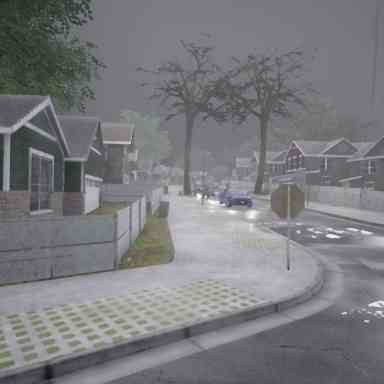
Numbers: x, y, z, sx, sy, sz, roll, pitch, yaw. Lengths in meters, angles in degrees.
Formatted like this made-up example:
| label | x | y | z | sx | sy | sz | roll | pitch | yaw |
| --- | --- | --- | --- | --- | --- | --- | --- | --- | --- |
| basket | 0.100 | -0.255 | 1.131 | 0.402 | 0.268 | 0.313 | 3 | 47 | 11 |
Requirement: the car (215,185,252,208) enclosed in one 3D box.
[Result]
| label | x | y | z | sx | sy | sz | roll | pitch | yaw |
| --- | --- | --- | --- | --- | --- | --- | --- | --- | --- |
| car | 3.557 | 0.407 | 27.604 | 1.882 | 1.535 | 5.008 | 1 | 2 | -7 |

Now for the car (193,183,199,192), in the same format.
| label | x | y | z | sx | sy | sz | roll | pitch | yaw |
| --- | --- | --- | --- | --- | --- | --- | --- | --- | --- |
| car | 1.272 | -0.614 | 49.173 | 2.128 | 1.511 | 4.902 | 1 | 3 | -6 |

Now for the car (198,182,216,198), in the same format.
| label | x | y | z | sx | sy | sz | roll | pitch | yaw |
| --- | --- | --- | --- | --- | --- | --- | --- | --- | --- |
| car | 2.413 | -0.094 | 38.287 | 2.128 | 1.511 | 4.902 | 1 | 3 | -6 |
